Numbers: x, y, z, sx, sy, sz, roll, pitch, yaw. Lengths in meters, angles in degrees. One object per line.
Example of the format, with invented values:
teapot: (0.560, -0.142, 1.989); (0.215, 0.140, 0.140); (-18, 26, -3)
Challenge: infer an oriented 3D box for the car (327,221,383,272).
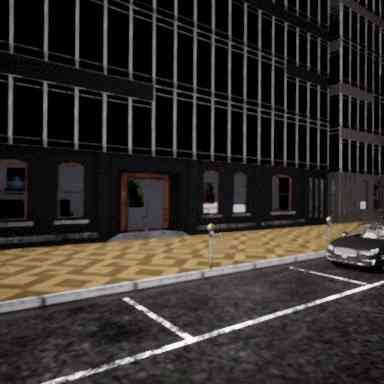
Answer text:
car: (6.257, 1.668, 11.027); (4.403, 1.369, 2.008); (1, 0, -36)
